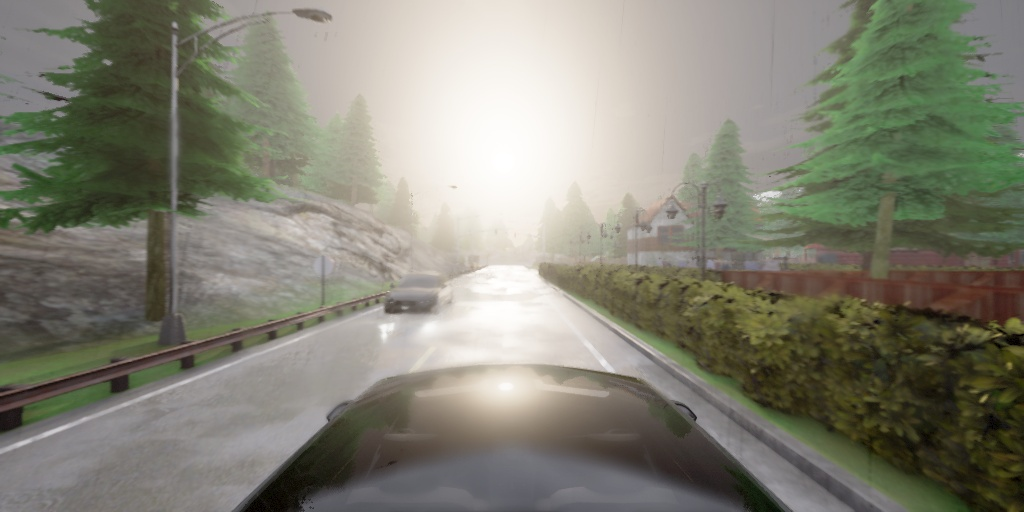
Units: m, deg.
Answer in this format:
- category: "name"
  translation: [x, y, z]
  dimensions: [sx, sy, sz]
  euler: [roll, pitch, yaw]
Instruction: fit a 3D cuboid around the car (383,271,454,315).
- category: "car"
  translation: [-3.500, 1.402, 14.184]
  dimensions: [1.837, 1.490, 4.892]
  euler: [0, 1, 0]
